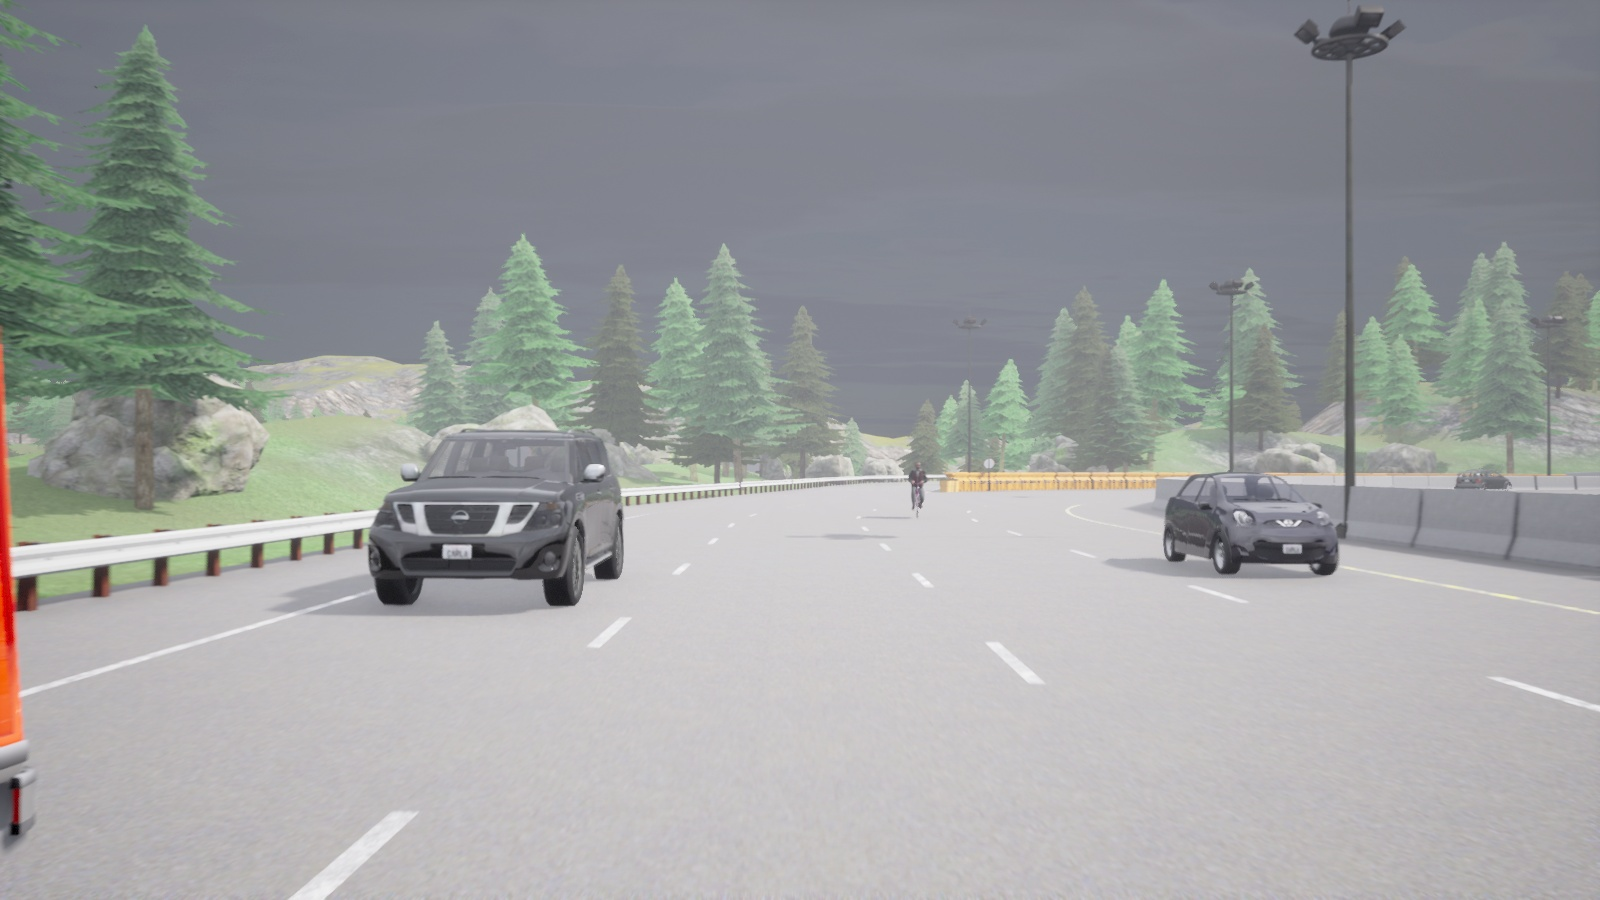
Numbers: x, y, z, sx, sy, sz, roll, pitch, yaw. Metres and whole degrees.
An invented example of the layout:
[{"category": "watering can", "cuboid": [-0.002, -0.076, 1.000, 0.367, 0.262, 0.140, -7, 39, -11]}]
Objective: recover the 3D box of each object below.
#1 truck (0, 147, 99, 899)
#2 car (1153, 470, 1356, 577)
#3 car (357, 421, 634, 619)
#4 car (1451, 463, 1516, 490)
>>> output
[{"category": "truck", "cuboid": [-3.504, 0.361, 1.311, 2.627, 2.467, 5.204, 0, -1, 0]}, {"category": "car", "cuboid": [6.952, 1.071, 19.618, 1.845, 1.501, 3.633, 0, -1, 0]}, {"category": "car", "cuboid": [-3.539, 0.765, 15.856, 2.150, 2.045, 5.566, 0, -1, 0]}, {"category": "car", "cuboid": [41.903, 1.633, 76.991, 3.705, 1.549, 1.789, -1, -1, -31]}]
